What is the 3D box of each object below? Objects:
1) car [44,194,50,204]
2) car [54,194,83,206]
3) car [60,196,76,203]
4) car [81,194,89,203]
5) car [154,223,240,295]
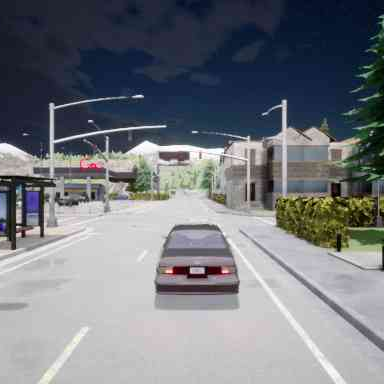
[{"bbox_3d":[-25.884,1.289,61.061,1.932,1.855,4.605,0,0,0],"label":"car"},{"bbox_3d":[-18.917,1.489,51.068,2.007,1.523,4.514,0,0,0],"label":"car"},{"bbox_3d":[-25.944,1.552,69.540,1.970,1.475,3.806,0,0,0],"label":"car"},{"bbox_3d":[-22.618,1.268,68.937,1.905,1.878,3.866,0,0,0],"label":"car"},{"bbox_3d":[0.101,1.547,8.871,2.033,1.411,5.357,0,0,0],"label":"car"}]
